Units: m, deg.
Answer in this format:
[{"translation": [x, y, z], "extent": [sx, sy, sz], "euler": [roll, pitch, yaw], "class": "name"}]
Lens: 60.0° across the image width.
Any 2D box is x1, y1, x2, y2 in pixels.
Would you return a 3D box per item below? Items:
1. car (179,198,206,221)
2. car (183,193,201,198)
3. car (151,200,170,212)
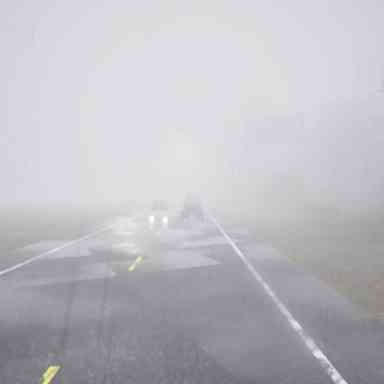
[{"translation": [0.018, 1.467, 26.366], "extent": [1.837, 1.490, 4.892], "euler": [0, 1, 0], "class": "car"}, {"translation": [0.029, 1.157, 43.730], "extent": [2.150, 2.045, 5.566], "euler": [0, 0, 0], "class": "car"}, {"translation": [-3.563, 1.545, 37.971], "extent": [1.895, 1.301, 4.718], "euler": [0, 0, 0], "class": "car"}]
